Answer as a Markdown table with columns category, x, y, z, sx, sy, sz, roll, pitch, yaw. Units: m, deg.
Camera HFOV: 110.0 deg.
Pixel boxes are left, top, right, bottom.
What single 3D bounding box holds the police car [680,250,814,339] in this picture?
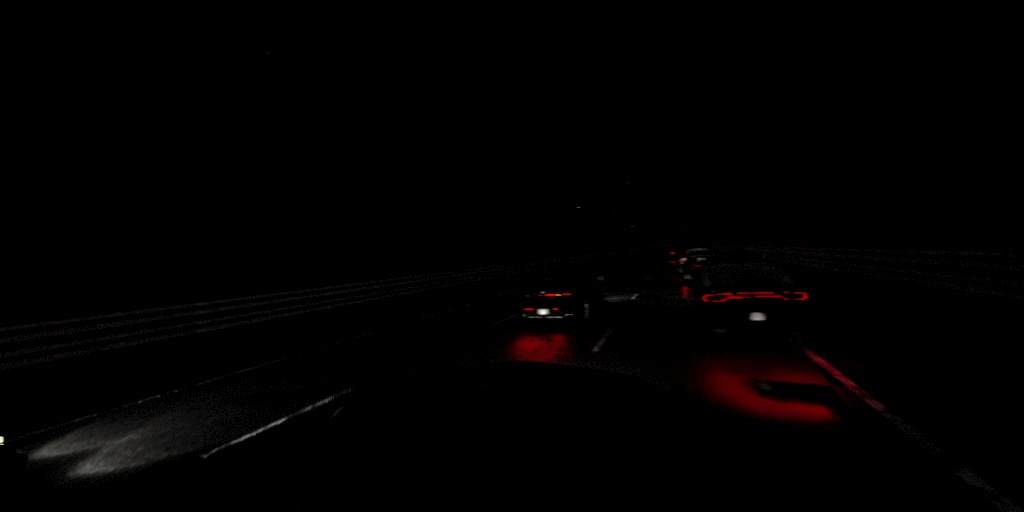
| category | x | y | z | sx | sy | sz | roll | pitch | yaw |
| --- | --- | --- | --- | --- | --- | --- | --- | --- | --- |
| police car | 5.311 | 0.776 | 8.615 | 1.930 | 1.638 | 5.238 | -4 | 0 | 24 |

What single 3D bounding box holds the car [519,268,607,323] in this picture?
| category | x | y | z | sx | sy | sz | roll | pitch | yaw |
| --- | --- | --- | --- | --- | --- | --- | --- | --- | --- |
| car | 1.795 | 1.133 | 11.636 | 1.837 | 1.490 | 4.892 | -5 | 0 | 24 |

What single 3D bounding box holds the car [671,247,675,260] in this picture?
| category | x | y | z | sx | sy | sz | roll | pitch | yaw |
| --- | --- | --- | --- | --- | --- | --- | --- | --- | --- |
| car | 21.087 | -0.448 | 44.900 | 2.097 | 1.767 | 4.553 | -4 | 0 | 27 |

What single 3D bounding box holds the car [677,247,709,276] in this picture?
| category | x | y | z | sx | sy | sz | roll | pitch | yaw |
| --- | --- | --- | --- | --- | --- | --- | --- | --- | --- |
| car | 9.348 | 0.534 | 17.557 | 1.882 | 1.535 | 5.008 | -4 | 0 | 25 |

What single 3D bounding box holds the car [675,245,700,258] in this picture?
| category | x | y | z | sx | sy | sz | roll | pitch | yaw |
| --- | --- | --- | --- | --- | --- | --- | --- | --- | --- |
| car | 11.807 | 0.227 | 22.940 | 2.097 | 1.767 | 4.553 | -4 | 0 | 25 |

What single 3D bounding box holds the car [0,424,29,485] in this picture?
| category | x | y | z | sx | sy | sz | roll | pitch | yaw |
| --- | --- | --- | --- | --- | --- | --- | --- | --- | --- |
| car | -6.541 | 1.802 | 1.397 | 2.033 | 1.411 | 5.357 | -4 | 0 | 24 |
